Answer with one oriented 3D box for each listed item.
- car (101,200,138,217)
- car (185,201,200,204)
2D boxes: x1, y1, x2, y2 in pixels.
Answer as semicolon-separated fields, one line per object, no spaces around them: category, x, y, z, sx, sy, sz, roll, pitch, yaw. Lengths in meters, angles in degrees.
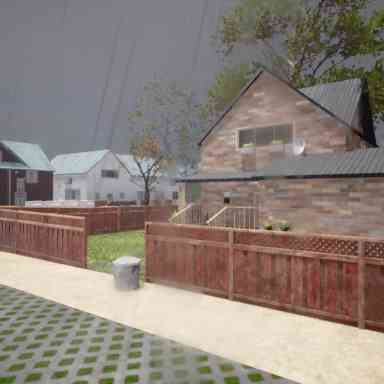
car;-6.970;1.574;31.203;2.097;1.767;4.553;0;-1;37
car;-0.614;1.814;39.687;2.128;1.511;4.902;0;-1;37
